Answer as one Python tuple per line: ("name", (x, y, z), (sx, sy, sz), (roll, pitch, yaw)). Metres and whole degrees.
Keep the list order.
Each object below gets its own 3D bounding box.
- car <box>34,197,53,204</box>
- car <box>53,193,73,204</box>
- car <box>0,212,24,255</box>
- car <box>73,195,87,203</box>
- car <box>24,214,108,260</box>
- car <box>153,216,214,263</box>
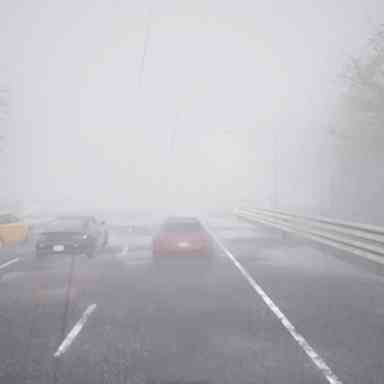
("car", (-29.068, 1.634, 64.277), (1.994, 1.385, 4.181), (0, 0, -40))
("car", (-26.318, 1.288, 66.438), (2.150, 2.045, 5.566), (0, 0, -40))
("car", (-7.924, 1.510, 13.088), (1.882, 1.535, 5.008), (0, 0, -7))
("car", (-23.507, 1.400, 68.530), (2.097, 1.767, 4.553), (0, 0, -40))
("car", (-4.317, 1.541, 12.422), (1.812, 1.442, 4.674), (0, 0, -6))
("car", (-0.338, 1.560, 12.054), (1.994, 1.385, 4.181), (0, 0, -2))
